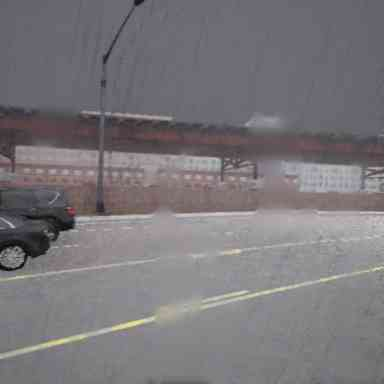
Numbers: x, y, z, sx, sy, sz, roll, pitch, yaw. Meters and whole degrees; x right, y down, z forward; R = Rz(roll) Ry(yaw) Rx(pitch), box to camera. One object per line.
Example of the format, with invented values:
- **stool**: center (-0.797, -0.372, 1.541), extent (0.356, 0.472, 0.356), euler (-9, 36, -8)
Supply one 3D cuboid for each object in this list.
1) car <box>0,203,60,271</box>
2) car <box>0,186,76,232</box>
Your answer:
- **car**: center (-6.074, 1.194, 8.113), extent (4.892, 1.490, 1.837), euler (0, 1, -36)
- **car**: center (-7.020, 0.812, 11.773), extent (5.566, 2.045, 2.150), euler (0, 1, -35)
